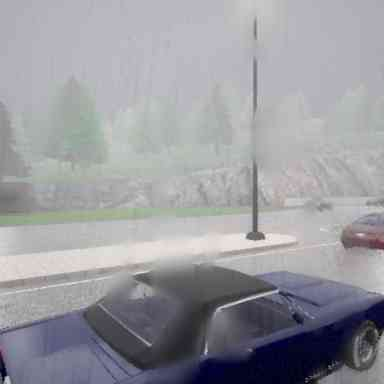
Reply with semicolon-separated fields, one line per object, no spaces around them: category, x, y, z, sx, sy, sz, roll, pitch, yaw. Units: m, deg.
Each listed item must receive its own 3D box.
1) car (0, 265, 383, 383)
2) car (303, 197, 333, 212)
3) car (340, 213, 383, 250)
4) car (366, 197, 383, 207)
car;0.406;1.600;3.993;4.718;1.301;1.895;0;0;-35
car;14.907;1.346;39.338;2.097;1.767;4.553;0;0;43
car;7.910;1.561;13.470;4.181;1.385;1.994;0;0;-34
car;29.526;1.495;52.009;4.892;1.490;1.837;0;0;-18
